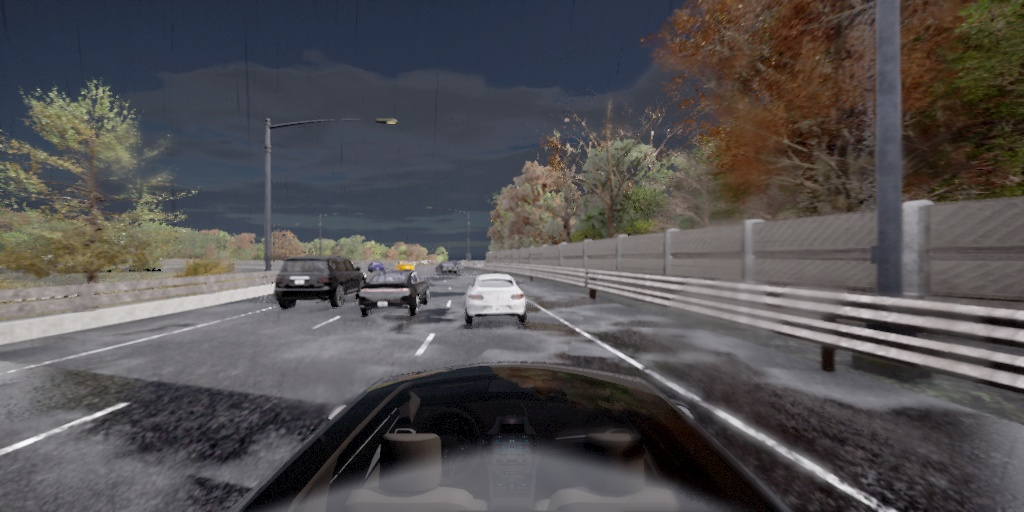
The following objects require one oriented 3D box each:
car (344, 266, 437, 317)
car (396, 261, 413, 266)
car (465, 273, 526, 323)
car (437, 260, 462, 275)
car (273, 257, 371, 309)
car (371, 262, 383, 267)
[{"bbox_3d":[-4.286,1.294,13.597,2.128,1.511,4.902,0,0,-6],"label":"car"},{"bbox_3d":[-14.843,1.429,49.396,1.882,1.535,5.008,0,0,-26],"label":"car"},{"bbox_3d":[-0.623,1.310,12.288,1.812,1.442,4.674,0,0,-5],"label":"car"},{"bbox_3d":[-7.776,1.449,42.155,2.033,1.411,5.357,0,0,-21],"label":"car"},{"bbox_3d":[-8.053,1.045,15.580,2.150,2.045,5.566,0,0,-8],"label":"car"},{"bbox_3d":[-18.785,1.493,49.488,1.812,1.442,4.674,0,0,-27],"label":"car"}]
